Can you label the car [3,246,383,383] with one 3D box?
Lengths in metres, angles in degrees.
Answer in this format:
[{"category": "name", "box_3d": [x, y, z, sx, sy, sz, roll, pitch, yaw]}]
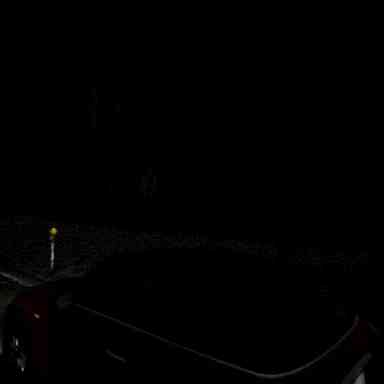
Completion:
[{"category": "car", "box_3d": [-0.373, 1.432, 3.829, 4.553, 1.767, 2.097, 0, -2, 42]}]
